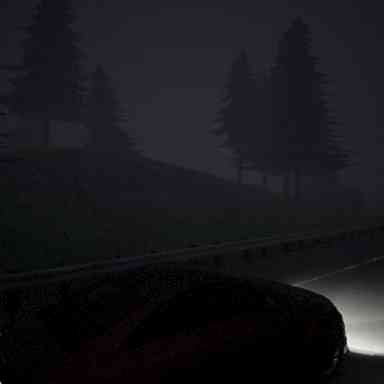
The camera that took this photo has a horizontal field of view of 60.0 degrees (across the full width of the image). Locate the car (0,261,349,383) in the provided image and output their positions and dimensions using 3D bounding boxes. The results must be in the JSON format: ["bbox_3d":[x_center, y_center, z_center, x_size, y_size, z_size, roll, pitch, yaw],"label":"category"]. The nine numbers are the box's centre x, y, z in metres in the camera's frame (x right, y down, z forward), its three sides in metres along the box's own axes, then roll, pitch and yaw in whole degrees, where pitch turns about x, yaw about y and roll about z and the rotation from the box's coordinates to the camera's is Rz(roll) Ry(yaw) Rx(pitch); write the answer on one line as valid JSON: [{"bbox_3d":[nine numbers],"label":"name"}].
[{"bbox_3d":[0.018,1.574,3.976,4.181,1.385,1.994,0,0,-37],"label":"car"}]
